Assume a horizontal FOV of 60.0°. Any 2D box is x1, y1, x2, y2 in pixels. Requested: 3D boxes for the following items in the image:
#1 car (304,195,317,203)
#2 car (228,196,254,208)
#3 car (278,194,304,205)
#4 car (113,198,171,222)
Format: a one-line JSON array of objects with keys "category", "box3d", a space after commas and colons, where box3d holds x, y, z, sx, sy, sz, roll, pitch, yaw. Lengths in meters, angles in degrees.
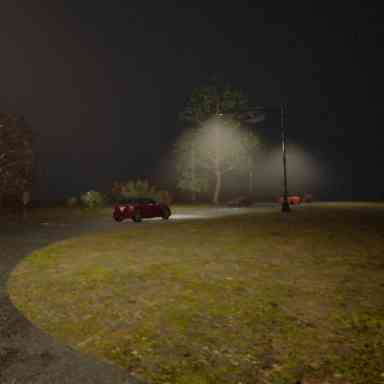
[{"category": "car", "box3d": [20.272, 1.166, 57.930, 1.812, 1.442, 4.674, -2, -1, 35]}, {"category": "car", "box3d": [6.599, 1.299, 44.902, 1.882, 1.535, 5.008, -2, -1, 36]}, {"category": "car", "box3d": [14.656, 1.037, 49.948, 2.097, 1.767, 4.553, -2, -1, 36]}, {"category": "car", "box3d": [-3.563, 1.194, 24.440, 2.097, 1.767, 4.553, -2, -1, 35]}]
